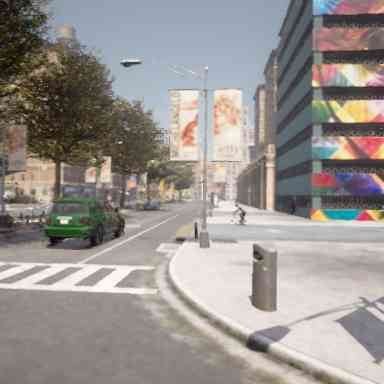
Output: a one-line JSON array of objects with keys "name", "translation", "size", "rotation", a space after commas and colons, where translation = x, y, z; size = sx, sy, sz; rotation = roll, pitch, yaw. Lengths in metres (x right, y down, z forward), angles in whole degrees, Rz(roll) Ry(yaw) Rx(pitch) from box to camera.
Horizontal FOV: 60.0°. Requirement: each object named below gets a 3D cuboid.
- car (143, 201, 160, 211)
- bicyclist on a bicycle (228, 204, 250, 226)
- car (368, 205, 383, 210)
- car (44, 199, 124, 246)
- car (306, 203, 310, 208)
[{"name": "car", "translation": [-6.076, 2.084, 50.312], "size": [1.812, 1.442, 4.674], "rotation": [1, -1, 5]}, {"name": "bicyclist on a bicycle", "translation": [3.436, 1.671, 24.403], "size": [1.656, 1.620, 0.582], "rotation": [1, -1, 4]}, {"name": "car", "translation": [19.797, 2.073, 35.000], "size": [2.002, 1.452, 4.674], "rotation": [1, -1, 4]}, {"name": "car", "translation": [-5.032, 1.362, 16.365], "size": [2.150, 2.045, 5.566], "rotation": [1, -1, 5]}, {"name": "car", "translation": [16.539, 2.276, 47.455], "size": [2.161, 1.482, 4.786], "rotation": [1, -1, 4]}]
